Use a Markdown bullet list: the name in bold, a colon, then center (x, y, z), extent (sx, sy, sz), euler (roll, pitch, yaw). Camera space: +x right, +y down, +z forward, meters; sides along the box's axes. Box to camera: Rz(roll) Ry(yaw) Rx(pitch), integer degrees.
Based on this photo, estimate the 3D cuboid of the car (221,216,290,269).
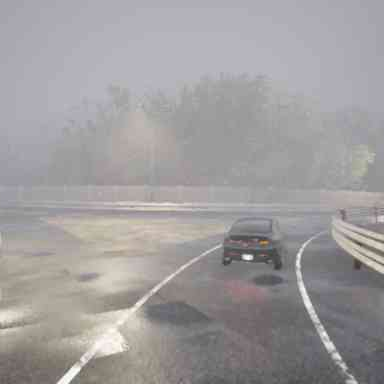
- **car**: center (2.335, 1.625, 11.797), extent (1.837, 1.490, 4.892), euler (0, 0, 18)
